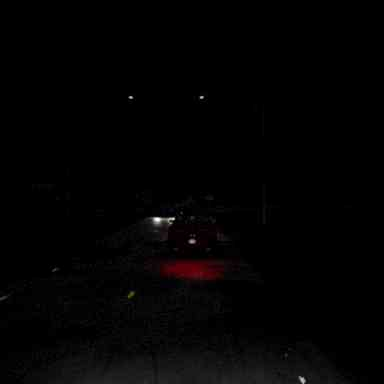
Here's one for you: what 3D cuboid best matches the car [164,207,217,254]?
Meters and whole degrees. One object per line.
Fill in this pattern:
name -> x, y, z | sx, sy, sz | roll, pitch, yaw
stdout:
car -> 0.030, 1.618, 14.241 | 1.882, 1.535, 5.008 | 0, 0, 1

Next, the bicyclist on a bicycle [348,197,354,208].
bicyclist on a bicycle -> 22.842, 1.499, 47.880 | 0.582, 1.620, 1.656 | -1, -1, 0

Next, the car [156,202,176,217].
car -> -2.776, 1.847, 35.901 | 1.882, 1.535, 5.008 | 0, -1, 0

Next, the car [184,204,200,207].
car -> 0.021, 1.797, 28.515 | 1.837, 1.490, 4.892 | 0, 0, 1
